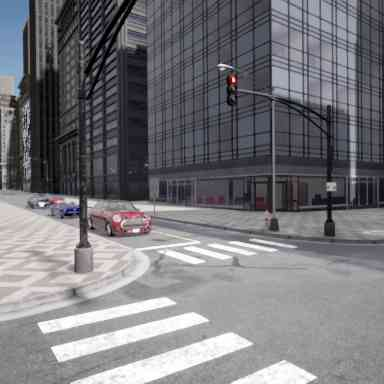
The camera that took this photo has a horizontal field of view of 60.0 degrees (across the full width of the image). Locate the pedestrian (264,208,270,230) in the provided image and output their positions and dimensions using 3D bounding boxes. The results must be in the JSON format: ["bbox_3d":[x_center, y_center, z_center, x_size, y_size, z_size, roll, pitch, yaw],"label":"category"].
[{"bbox_3d":[3.894,1.372,17.302,0.500,1.100,0.500,0,0,-34],"label":"pedestrian"}]

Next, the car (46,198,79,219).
[{"bbox_3d":[-9.945,1.384,26.567,1.895,1.301,4.718,-1,1,-34],"label":"car"}]

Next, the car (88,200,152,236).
[{"bbox_3d":[-3.931,1.233,17.708,2.097,1.767,4.553,-1,1,-34],"label":"car"}]

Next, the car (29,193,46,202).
[{"bbox_3d":[-26.145,0.883,56.046,1.837,1.490,4.892,-1,1,-34],"label":"car"}]

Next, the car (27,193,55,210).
[{"bbox_3d":[-17.382,1.140,37.524,2.128,1.511,4.902,-1,1,-34],"label":"car"}]

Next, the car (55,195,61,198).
[{"bbox_3d":[-18.714,1.099,45.134,1.994,1.385,4.181,-1,1,-34],"label":"car"}]
